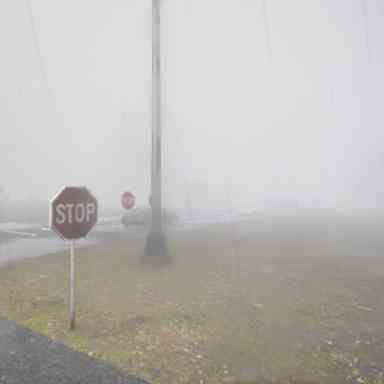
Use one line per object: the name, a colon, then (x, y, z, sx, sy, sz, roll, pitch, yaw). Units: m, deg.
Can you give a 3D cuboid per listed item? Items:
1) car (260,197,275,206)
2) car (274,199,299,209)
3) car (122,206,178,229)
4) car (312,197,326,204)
car: (13.931, 1.670, 60.149, 1.882, 1.535, 5.008, 0, 0, 34)
car: (13.699, 1.691, 47.206, 1.812, 1.442, 4.674, 0, 0, 34)
car: (-2.776, 1.639, 22.614, 1.994, 1.385, 4.181, 0, 0, 34)
car: (25.734, 1.739, 67.937, 1.812, 1.442, 4.674, 0, 0, 26)
